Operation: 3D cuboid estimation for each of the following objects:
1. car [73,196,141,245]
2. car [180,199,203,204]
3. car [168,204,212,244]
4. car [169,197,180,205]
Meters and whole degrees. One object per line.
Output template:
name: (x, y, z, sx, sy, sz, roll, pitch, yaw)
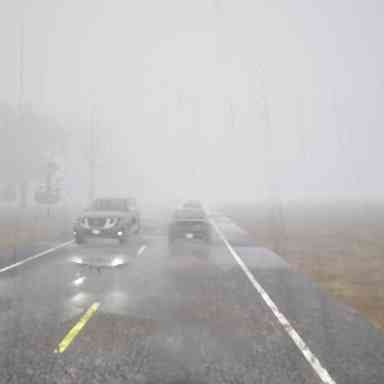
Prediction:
car: (-3.801, 1.230, 15.952, 2.150, 2.045, 5.566, 0, 0, 0)
car: (0.092, 1.507, 34.040, 1.882, 1.535, 5.008, 0, 0, 1)
car: (-0.096, 1.520, 15.816, 1.837, 1.490, 4.892, 0, 0, 0)
car: (-2.744, 1.597, 57.585, 1.994, 1.385, 4.181, 0, 0, 3)
